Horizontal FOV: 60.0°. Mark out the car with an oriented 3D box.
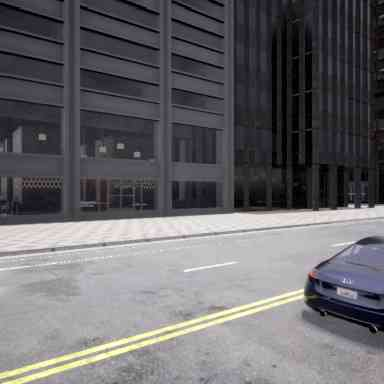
[{"bbox_3d":[4.061,1.563,6.410,4.181,1.385,1.994,0,0,-36],"label":"car"}]
